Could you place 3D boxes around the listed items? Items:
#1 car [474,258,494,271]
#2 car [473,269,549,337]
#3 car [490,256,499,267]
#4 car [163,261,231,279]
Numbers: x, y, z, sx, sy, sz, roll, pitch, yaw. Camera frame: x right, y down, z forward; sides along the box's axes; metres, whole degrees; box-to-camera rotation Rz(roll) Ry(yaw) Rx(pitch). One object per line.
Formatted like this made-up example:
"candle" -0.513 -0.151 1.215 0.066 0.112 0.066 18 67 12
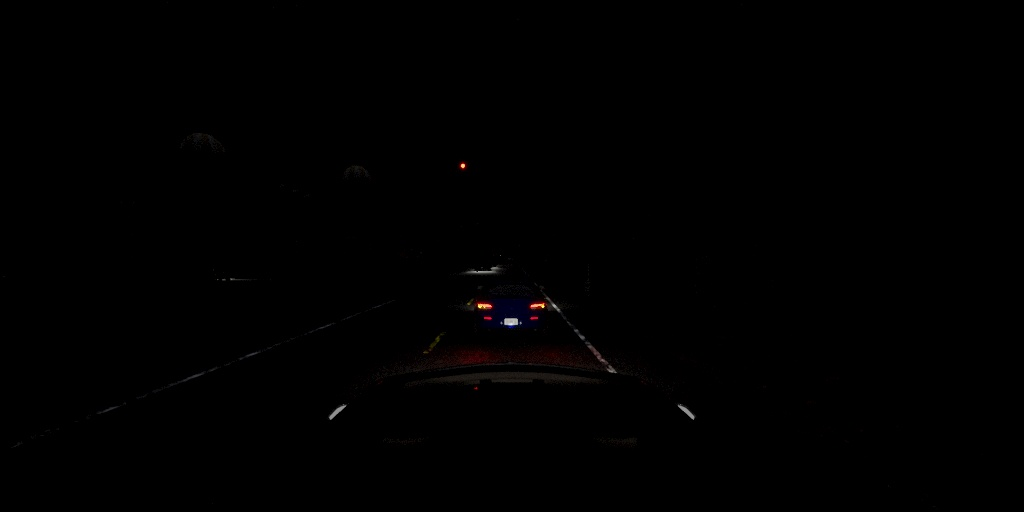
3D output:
"car" -3.778 1.280 46.867 1.994 1.385 4.181 0 0 0
"car" -0.030 1.274 10.165 1.812 1.442 4.674 0 0 0
"car" -3.816 1.186 62.330 2.128 1.511 4.902 0 0 0
"car" -24.889 1.095 28.404 4.181 1.385 1.994 1 0 -1
